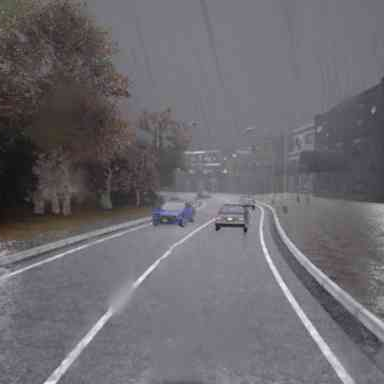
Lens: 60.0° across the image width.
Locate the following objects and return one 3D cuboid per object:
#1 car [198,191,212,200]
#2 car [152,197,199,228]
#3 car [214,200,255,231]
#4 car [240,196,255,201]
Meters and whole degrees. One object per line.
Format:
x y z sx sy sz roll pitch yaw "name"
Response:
2.316 0.636 61.966 1.837 1.490 4.892 0 2 -12 "car"
-1.023 1.325 21.261 1.882 1.535 5.008 1 1 12 "car"
2.502 1.455 19.981 2.033 1.411 5.357 1 1 12 "car"
6.399 1.210 39.058 2.033 1.411 5.357 1 1 9 "car"
